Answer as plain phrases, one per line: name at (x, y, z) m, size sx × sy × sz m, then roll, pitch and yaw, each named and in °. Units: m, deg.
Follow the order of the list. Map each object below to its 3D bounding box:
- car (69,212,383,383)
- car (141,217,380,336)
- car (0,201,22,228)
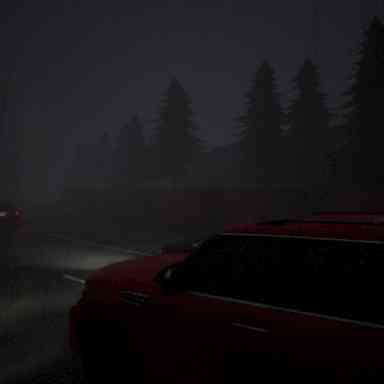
car at (1.138, 1.230, 3.279) m, size 5.566 × 2.045 × 2.150 m, roll 0°, pitch 0°, yaw 36°
car at (1.321, 1.509, 7.589) m, size 4.902 × 1.511 × 2.128 m, roll 0°, pitch 0°, yaw 38°
car at (-12.473, 1.361, 21.197) m, size 2.097 × 1.767 × 4.553 m, roll 0°, pitch 0°, yaw -40°
